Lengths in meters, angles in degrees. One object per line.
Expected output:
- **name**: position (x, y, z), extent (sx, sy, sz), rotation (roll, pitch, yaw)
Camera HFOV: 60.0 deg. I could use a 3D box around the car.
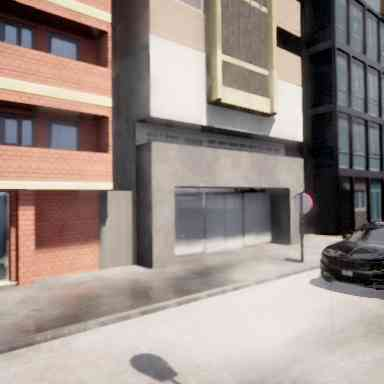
- **car**: position (5.439, 1.566, 9.101), extent (5.008, 1.535, 1.882), rotation (0, -1, -39)
